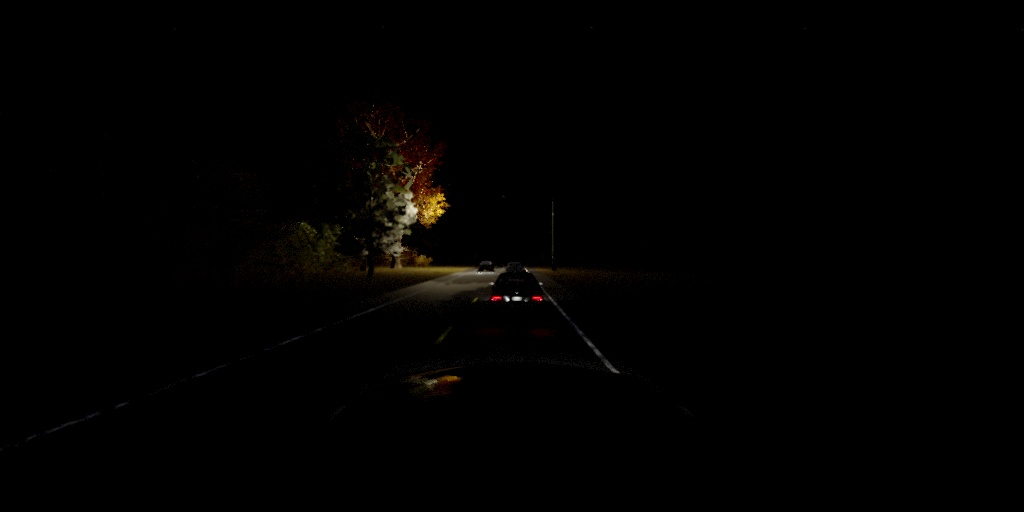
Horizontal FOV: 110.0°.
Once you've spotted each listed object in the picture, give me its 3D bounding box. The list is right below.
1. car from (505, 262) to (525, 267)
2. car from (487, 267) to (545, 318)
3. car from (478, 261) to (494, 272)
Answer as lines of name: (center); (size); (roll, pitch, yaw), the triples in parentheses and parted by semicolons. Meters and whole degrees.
car: (0.286, 1.287, 34.678); (1.812, 1.442, 4.674); (0, 0, 0)
car: (0.159, 1.300, 13.019); (2.033, 1.411, 5.357); (0, 0, 0)
car: (-3.267, 1.311, 46.094); (2.033, 1.411, 5.357); (0, 0, 1)
